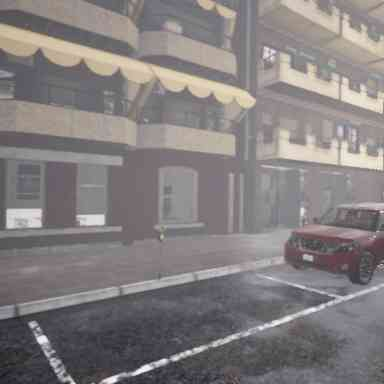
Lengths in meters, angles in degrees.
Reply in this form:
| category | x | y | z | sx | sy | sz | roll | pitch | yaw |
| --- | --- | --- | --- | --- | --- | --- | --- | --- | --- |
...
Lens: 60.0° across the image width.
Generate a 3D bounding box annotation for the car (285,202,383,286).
| category | x | y | z | sx | sy | sz | roll | pitch | yaw |
| --- | --- | --- | --- | --- | --- | --- | --- | --- | --- |
| car | 4.879 | 1.268 | 9.551 | 5.009 | 1.841 | 2.192 | 0 | 2 | -35 |
